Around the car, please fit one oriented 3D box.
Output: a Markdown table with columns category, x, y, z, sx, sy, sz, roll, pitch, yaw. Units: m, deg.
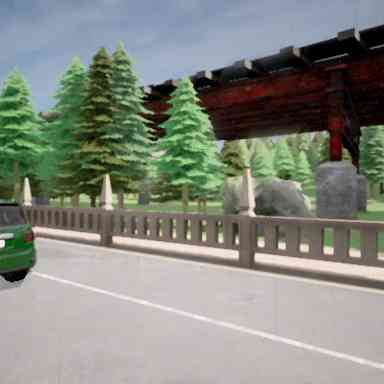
| category | x | y | z | sx | sy | sz | roll | pitch | yaw |
| --- | --- | --- | --- | --- | --- | --- | --- | --- | --- |
| car | -6.207 | 1.192 | 8.438 | 5.566 | 2.045 | 2.150 | 0 | 0 | 35 |
